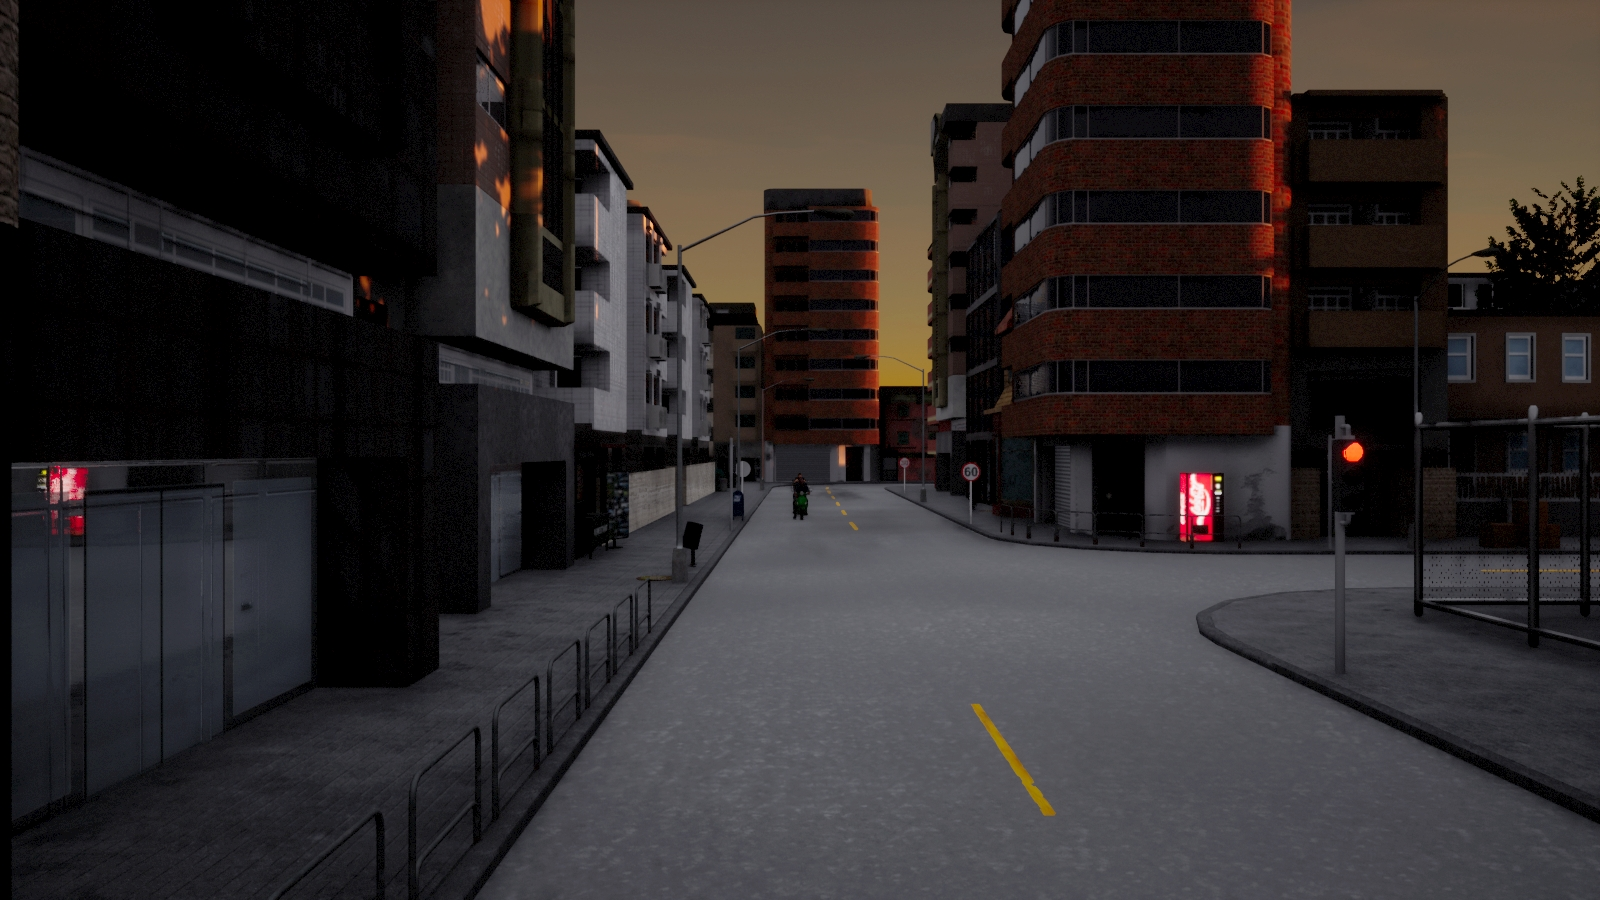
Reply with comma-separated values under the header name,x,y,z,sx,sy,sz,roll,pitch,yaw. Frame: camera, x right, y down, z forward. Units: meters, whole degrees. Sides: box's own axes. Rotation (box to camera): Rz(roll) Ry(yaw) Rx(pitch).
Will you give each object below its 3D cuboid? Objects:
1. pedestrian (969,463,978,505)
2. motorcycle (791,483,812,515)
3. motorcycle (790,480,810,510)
name,x,y,z,sx,sy,sz,roll,pitch,yaw
pedestrian,7.769,1.533,51.120,0.375,1.860,0.375,0,0,11
motorcycle,0.063,1.970,46.521,0.856,1.236,1.805,0,0,0
motorcycle,0.019,1.970,50.389,0.856,1.236,1.805,0,0,0
